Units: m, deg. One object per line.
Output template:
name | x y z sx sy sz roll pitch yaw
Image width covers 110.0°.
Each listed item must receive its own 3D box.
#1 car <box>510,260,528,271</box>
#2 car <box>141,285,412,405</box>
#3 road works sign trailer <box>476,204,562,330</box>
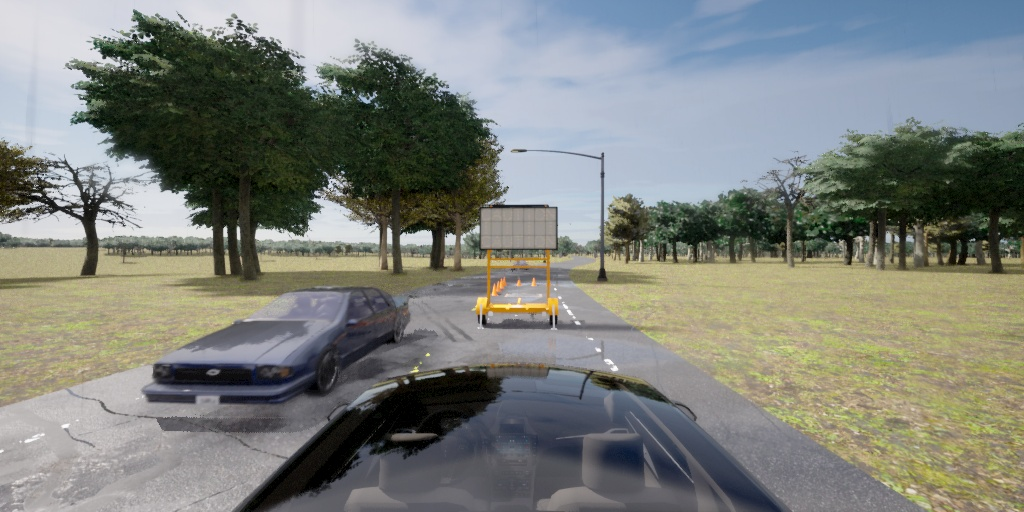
car | 1.064 1.317 49.705 1.812 1.442 4.674 0 0 11
car | -3.487 1.296 6.844 2.033 1.411 5.357 0 0 1
road works sign trailer | 0.205 0.215 11.159 2.380 3.560 2.880 0 0 3
